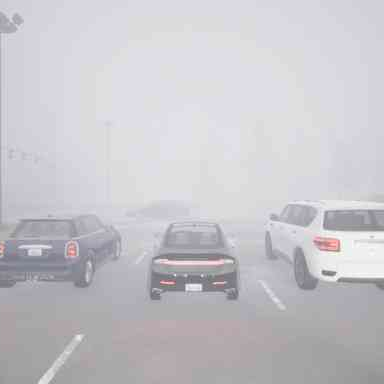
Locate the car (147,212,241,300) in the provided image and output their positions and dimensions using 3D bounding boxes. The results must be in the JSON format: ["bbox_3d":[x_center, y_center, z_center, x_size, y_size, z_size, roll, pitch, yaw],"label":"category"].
[{"bbox_3d":[0.054,1.492,8.362,2.128,1.511,4.902,0,0,1],"label":"car"}]

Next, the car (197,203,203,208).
[{"bbox_3d":[-1.131,1.601,42.198,4.718,1.301,1.895,0,0,-9],"label":"car"}]

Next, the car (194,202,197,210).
[{"bbox_3d":[-1.995,1.564,38.470,4.181,1.385,1.994,0,0,-10],"label":"car"}]

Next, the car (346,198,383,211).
[{"bbox_3d":[21.793,1.506,40.837,4.892,1.490,1.837,0,0,-1],"label":"car"}]

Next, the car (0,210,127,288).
[{"bbox_3d":[-3.439,1.352,9.443,2.097,1.767,4.553,0,0,0],"label":"car"}]

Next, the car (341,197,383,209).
[{"bbox_3d":[22.849,1.492,44.363,4.902,1.511,2.128,0,0,-1],"label":"car"}]

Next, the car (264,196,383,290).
[{"bbox_3d":[3.557,1.221,9.218,2.150,2.045,5.566,0,0,0],"label":"car"}]

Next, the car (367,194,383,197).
[{"bbox_3d":[20.698,1.223,37.313,5.566,2.045,2.150,0,0,-1],"label":"car"}]

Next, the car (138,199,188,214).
[{"bbox_3d":[-3.096,1.477,34.721,5.008,1.535,1.882,0,0,-11],"label":"car"}]

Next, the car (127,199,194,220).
[{"bbox_3d":[-2.827,1.547,27.699,5.357,1.411,2.033,0,0,-11],"label":"car"}]
